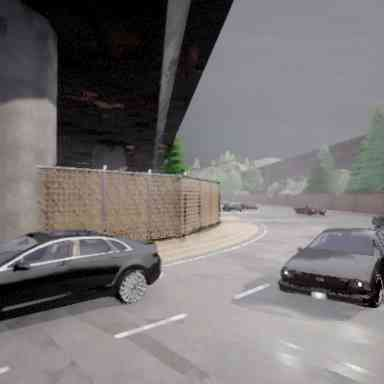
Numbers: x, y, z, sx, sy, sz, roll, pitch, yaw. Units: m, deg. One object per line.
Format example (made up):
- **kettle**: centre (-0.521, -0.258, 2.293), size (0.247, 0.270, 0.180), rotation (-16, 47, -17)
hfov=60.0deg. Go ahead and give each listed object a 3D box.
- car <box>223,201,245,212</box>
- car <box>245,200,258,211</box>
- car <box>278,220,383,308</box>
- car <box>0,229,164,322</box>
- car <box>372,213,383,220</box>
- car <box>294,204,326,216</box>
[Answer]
- **car**: centre (5.529, 2.002, 45.792), size (1.812, 1.442, 4.674), rotation (0, -1, -6)
- **car**: centre (8.588, 2.047, 50.336), size (1.837, 1.490, 4.892), rotation (0, -1, -6)
- **car**: centre (4.083, 1.659, 8.574), size (2.033, 1.411, 5.357), rotation (0, -1, 38)
- **car**: centre (-2.836, 1.533, 6.542), size (4.902, 1.511, 2.128), rotation (1, -1, -42)
- **car**: centre (13.710, 1.856, 21.885), size (2.033, 1.411, 5.357), rotation (0, -1, 9)
- **car**: centre (13.459, 2.064, 38.297), size (1.895, 1.301, 4.718), rotation (0, -1, -5)
